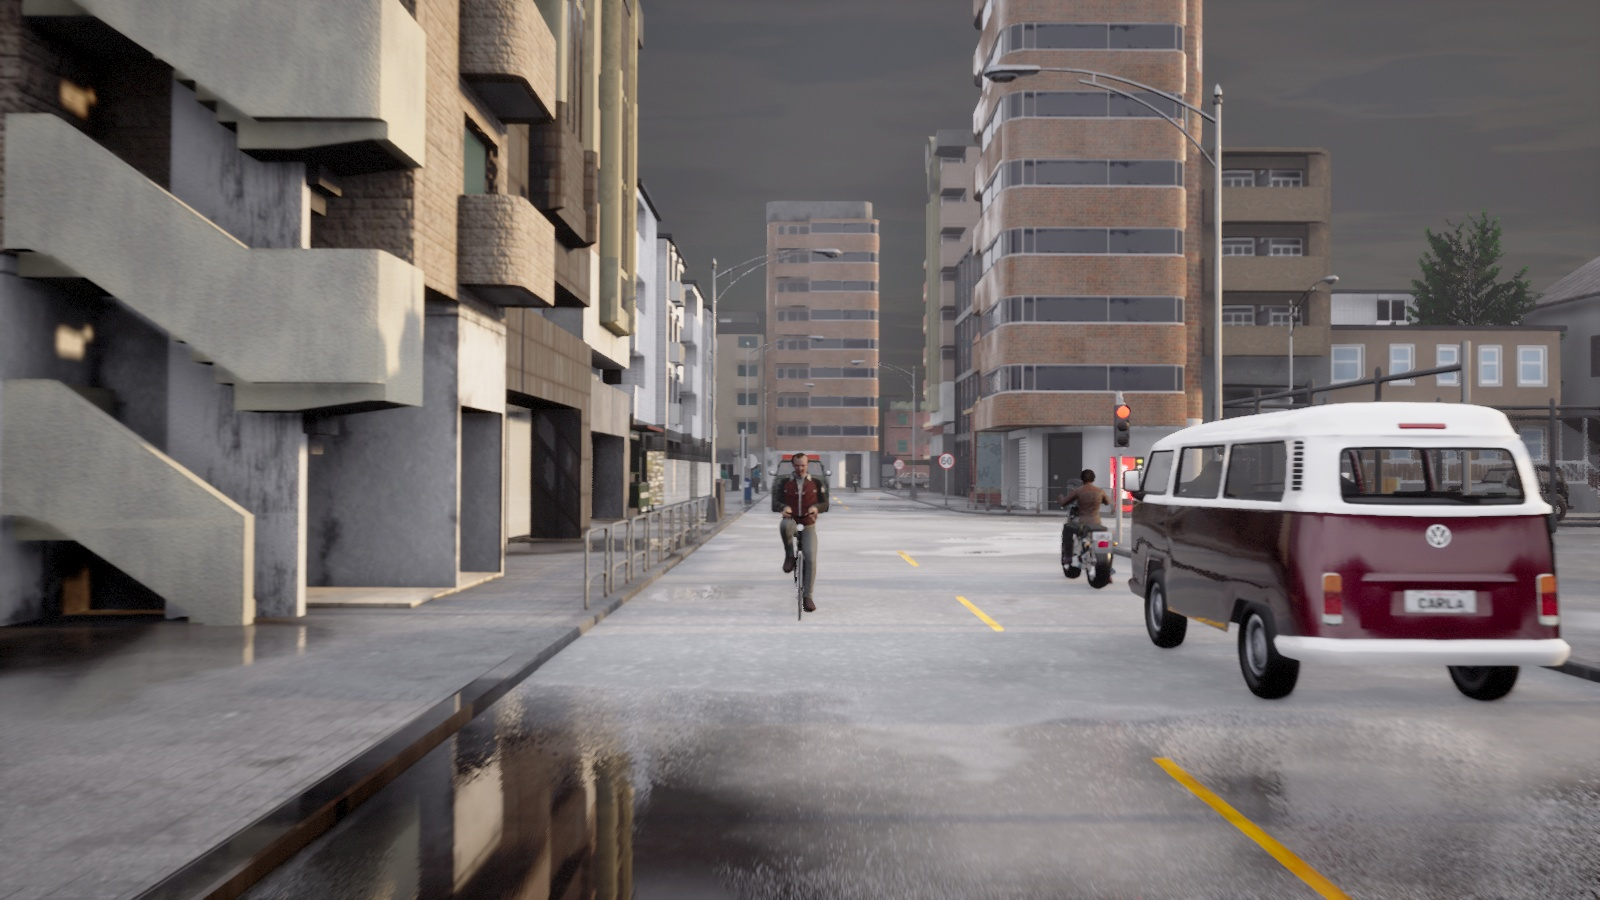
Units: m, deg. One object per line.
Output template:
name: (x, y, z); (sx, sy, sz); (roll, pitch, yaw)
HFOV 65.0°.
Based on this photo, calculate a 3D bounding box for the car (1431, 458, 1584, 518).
car: (22.822, 1.206, 40.619); (3.866, 1.878, 1.905); (0, -1, 0)

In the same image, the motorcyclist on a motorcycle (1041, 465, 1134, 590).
motorcyclist on a motorcycle: (4.018, 1.046, 17.748); (0.766, 1.649, 2.350); (0, -1, 0)

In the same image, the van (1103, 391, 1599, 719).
van: (4.009, 0.691, 10.069); (2.069, 2.038, 4.480); (0, -1, 0)

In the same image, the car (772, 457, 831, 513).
car: (0.055, 1.348, 48.885); (2.150, 2.045, 5.566); (0, -1, 0)

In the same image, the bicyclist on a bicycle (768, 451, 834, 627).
bicyclist on a bicycle: (0.016, 0.912, 13.593); (0.659, 1.776, 1.843); (0, -1, 0)
